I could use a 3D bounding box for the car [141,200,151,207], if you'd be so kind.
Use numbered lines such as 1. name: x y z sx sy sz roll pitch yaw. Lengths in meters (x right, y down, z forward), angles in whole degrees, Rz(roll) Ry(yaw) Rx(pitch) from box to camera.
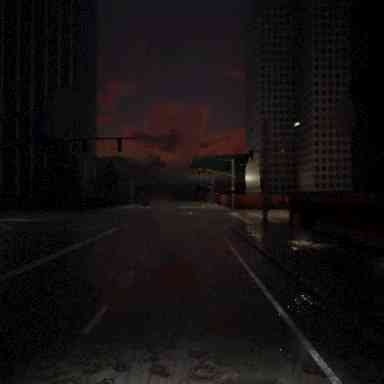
1. car: -10.514 2.536 75.936 1.882 1.535 5.008 0 -1 0

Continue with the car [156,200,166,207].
1. car: -7.014 2.536 75.937 1.882 1.535 5.008 0 -1 0
